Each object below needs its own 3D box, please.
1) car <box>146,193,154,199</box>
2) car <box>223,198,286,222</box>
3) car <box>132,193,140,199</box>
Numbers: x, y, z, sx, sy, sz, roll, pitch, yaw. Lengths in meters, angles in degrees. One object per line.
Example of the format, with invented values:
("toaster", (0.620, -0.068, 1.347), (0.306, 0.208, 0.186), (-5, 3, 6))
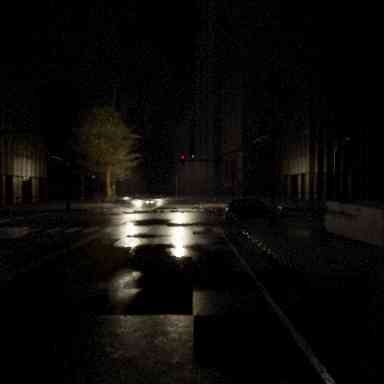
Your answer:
("car", (-10.392, 1.028, 81.885), (2.128, 1.511, 4.902), (0, 0, -9))
("car", (4.610, 1.251, 24.942), (4.553, 1.767, 2.097), (-2, 0, 0))
("car", (-13.604, 1.029, 81.392), (2.128, 1.511, 4.902), (0, 0, -9))
